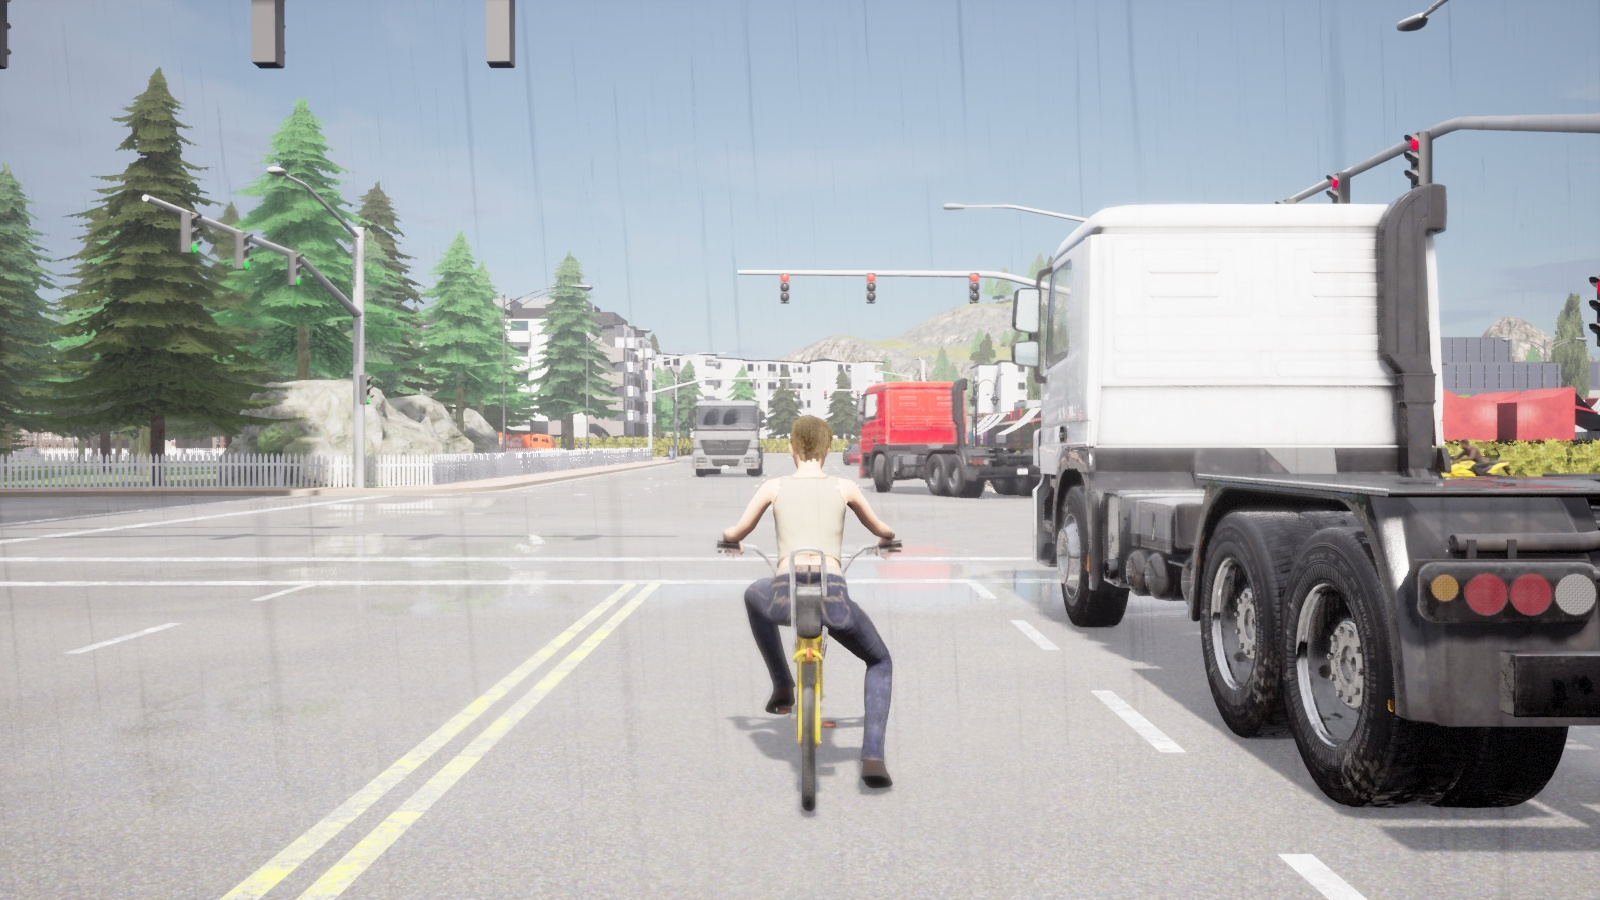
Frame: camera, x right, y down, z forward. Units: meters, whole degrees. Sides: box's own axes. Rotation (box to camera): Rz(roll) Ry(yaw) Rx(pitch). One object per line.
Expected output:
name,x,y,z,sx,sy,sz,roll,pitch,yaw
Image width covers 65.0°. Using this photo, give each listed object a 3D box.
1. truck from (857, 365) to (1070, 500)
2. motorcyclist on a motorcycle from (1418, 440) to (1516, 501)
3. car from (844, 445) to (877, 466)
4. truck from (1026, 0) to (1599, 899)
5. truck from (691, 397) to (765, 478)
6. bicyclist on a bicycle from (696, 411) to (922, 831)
truck,4.472,-0.450,36.508,2.891,3.462,7.936,-1,0,-19
motorcyclist on a motorcycle,16.846,0.508,31.744,2.044,1.523,0.797,0,0,0
car,3.964,0.346,82.889,1.994,1.385,4.181,0,0,1
truck,3.559,-0.277,7.884,2.891,3.462,7.936,0,0,0
truck,-3.170,-0.562,57.505,2.891,3.462,7.936,0,0,0
bicyclist on a bicycle,0.042,0.652,5.576,0.866,1.612,1.509,0,0,1
